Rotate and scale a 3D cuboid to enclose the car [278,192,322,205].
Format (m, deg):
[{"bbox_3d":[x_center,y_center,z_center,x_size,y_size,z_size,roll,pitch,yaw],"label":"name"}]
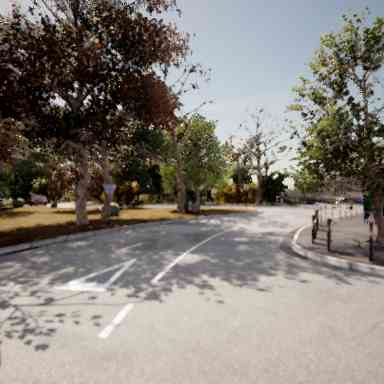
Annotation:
[{"bbox_3d":[17.638,1.021,54.554,5.566,2.045,2.435,0,-1,4],"label":"car"}]

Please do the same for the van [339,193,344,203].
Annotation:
[{"bbox_3d":[30.470,1.176,63.630,4.442,1.987,1.878,0,-1,4],"label":"van"}]

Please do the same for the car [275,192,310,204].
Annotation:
[{"bbox_3d":[18.032,1.089,60.002,5.566,2.045,2.435,0,-1,4],"label":"car"}]

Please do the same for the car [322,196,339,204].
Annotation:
[{"bbox_3d":[22.826,1.336,56.595,1.812,1.442,4.674,0,-1,5],"label":"car"}]

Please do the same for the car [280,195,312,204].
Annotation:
[{"bbox_3d":[17.809,1.305,57.215,4.892,1.521,2.231,0,-1,4],"label":"car"}]

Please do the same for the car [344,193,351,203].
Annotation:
[{"bbox_3d":[30.090,1.042,57.450,5.566,2.045,2.435,0,-1,4],"label":"car"}]

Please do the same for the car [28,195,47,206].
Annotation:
[{"bbox_3d":[-23.211,1.178,49.947,2.097,1.767,4.553,0,0,-32],"label":"car"}]

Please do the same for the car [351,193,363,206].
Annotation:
[{"bbox_3d":[25.120,1.207,48.401,1.882,1.535,5.008,0,0,13],"label":"car"}]

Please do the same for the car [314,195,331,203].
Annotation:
[{"bbox_3d":[27.067,1.520,69.058,1.882,1.535,5.008,0,-2,4],"label":"car"}]

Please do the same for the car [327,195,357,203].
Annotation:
[{"bbox_3d":[31.226,1.532,69.538,5.366,1.575,1.946,0,-1,4],"label":"car"}]
